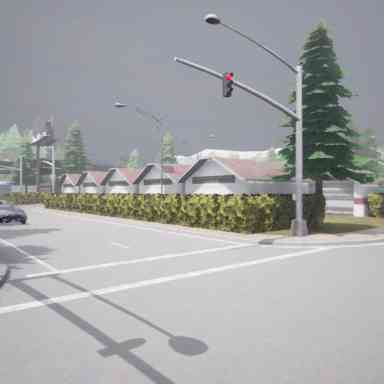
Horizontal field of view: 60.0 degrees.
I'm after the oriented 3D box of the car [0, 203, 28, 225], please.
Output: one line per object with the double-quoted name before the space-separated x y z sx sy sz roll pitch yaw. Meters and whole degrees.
"car" -13.302 1.503 23.759 2.033 1.411 5.357 0 0 -39
